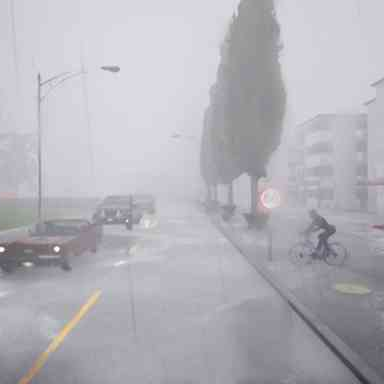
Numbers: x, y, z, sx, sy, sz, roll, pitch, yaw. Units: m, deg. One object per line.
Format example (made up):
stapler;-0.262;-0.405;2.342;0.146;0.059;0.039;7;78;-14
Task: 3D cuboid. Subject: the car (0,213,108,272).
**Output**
car;-4.372;1.595;10.971;1.895;1.301;4.718;0;0;-2

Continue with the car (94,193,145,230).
car;-4.644;1.190;21.372;2.150;2.045;5.566;0;0;-1

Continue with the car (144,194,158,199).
car;-11.504;1.228;93.498;3.633;1.501;1.845;0;0;-2

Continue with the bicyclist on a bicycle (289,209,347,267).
bicyclist on a bicycle;3.528;1.305;9.318;1.656;1.620;0.582;0;0;-2

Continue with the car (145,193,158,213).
car;-4.906;1.158;33.397;2.150;2.045;5.566;0;0;-1

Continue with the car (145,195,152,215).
car;-4.699;1.266;27.100;1.882;1.535;5.008;0;0;-1
